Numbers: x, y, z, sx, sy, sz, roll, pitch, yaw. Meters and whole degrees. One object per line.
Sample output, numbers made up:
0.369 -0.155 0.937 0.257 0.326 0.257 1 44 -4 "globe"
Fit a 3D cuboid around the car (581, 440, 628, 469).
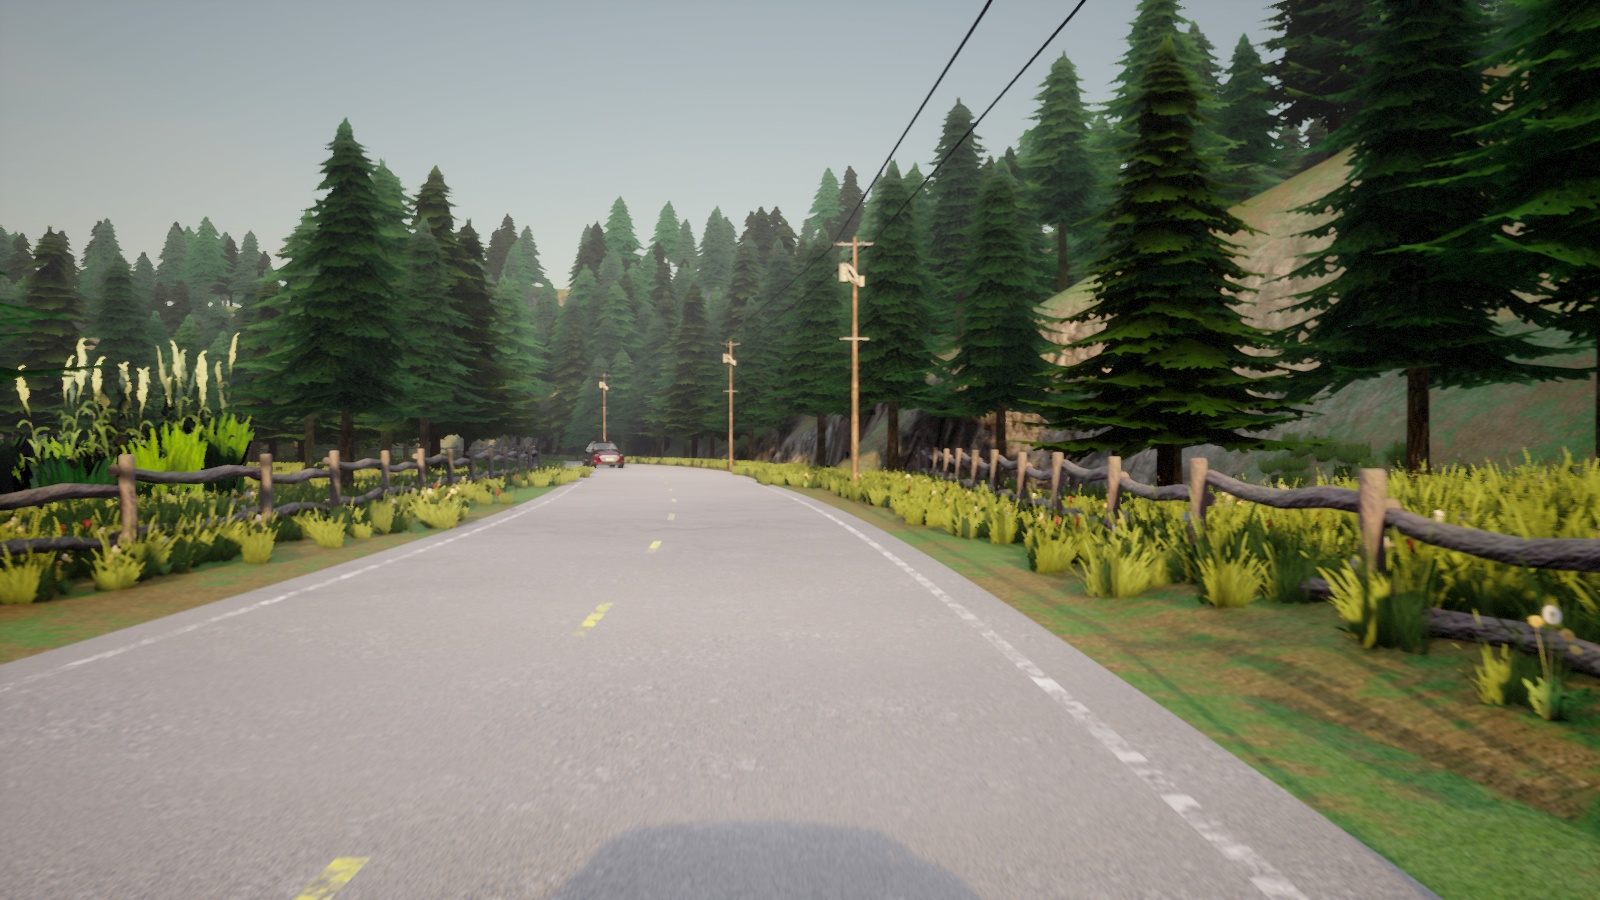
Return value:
-11.722 0.246 75.016 2.033 1.649 4.856 0 0 -18 "car"
